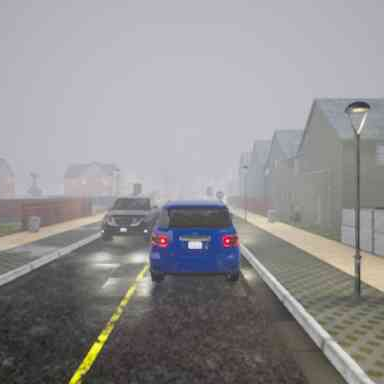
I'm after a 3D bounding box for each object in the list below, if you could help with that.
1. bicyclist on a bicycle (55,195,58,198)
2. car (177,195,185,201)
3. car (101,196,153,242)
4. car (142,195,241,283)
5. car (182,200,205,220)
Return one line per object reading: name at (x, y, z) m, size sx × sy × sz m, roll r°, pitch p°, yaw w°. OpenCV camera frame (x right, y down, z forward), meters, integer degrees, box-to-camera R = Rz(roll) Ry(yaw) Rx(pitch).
bicyclist on a bicycle at (-20.203, 1.320, 49.624) m, size 0.582 × 1.620 × 1.656 m, roll 0°, pitch 0°, yaw 0°
car at (-2.735, 1.472, 83.349) m, size 1.837 × 1.490 × 4.892 m, roll 0°, pitch 0°, yaw 0°
car at (-2.846, 1.213, 16.566) m, size 2.150 × 2.045 × 5.566 m, roll 0°, pitch 0°, yaw 0°
car at (0.082, 1.219, 9.799) m, size 2.150 × 2.045 × 5.566 m, roll 0°, pitch 0°, yaw 0°
car at (0.096, 1.511, 28.758) m, size 1.812 × 1.442 × 4.674 m, roll 0°, pitch 0°, yaw 0°
